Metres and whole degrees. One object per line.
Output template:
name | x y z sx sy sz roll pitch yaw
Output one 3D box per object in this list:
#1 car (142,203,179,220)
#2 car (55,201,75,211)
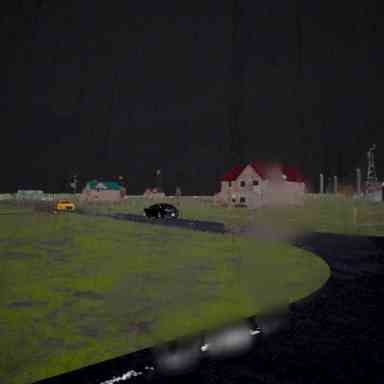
car | -3.150 1.857 32.512 1.837 1.490 4.892 2 -2 -36
car | -19.066 2.041 49.737 1.882 1.535 5.008 2 -2 -36
